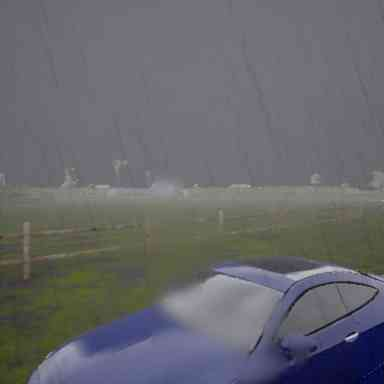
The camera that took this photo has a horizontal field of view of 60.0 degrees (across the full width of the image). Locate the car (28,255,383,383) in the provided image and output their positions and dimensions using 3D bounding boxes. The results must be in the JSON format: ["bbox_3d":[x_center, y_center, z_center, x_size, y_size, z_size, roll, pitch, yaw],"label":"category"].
[{"bbox_3d":[0.758,1.523,3.639,4.674,1.442,1.812,0,0,-35],"label":"car"}]
